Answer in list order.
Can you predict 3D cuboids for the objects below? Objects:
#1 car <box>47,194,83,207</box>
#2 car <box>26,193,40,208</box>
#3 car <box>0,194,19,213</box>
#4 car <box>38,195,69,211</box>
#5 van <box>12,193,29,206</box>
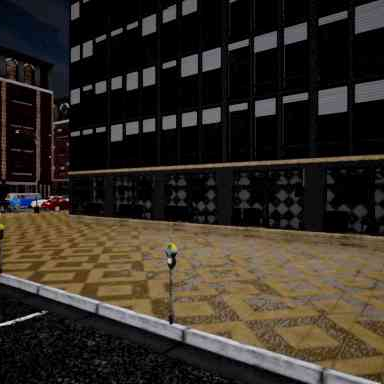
[{"bbox_3d":[-16.802,1.079,44.240,1.967,1.590,4.097,1,1,35],"label":"car"},{"bbox_3d":[-16.828,1.213,39.914,1.812,1.442,4.674,0,1,35],"label":"car"},{"bbox_3d":[-19.404,1.294,31.074,2.128,1.511,4.902,0,1,35],"label":"car"},{"bbox_3d":[-13.557,1.269,35.117,1.887,1.381,4.507,1,1,35],"label":"car"},{"bbox_3d":[-20.036,1.050,39.598,1.690,1.788,3.998,1,1,35],"label":"van"}]
